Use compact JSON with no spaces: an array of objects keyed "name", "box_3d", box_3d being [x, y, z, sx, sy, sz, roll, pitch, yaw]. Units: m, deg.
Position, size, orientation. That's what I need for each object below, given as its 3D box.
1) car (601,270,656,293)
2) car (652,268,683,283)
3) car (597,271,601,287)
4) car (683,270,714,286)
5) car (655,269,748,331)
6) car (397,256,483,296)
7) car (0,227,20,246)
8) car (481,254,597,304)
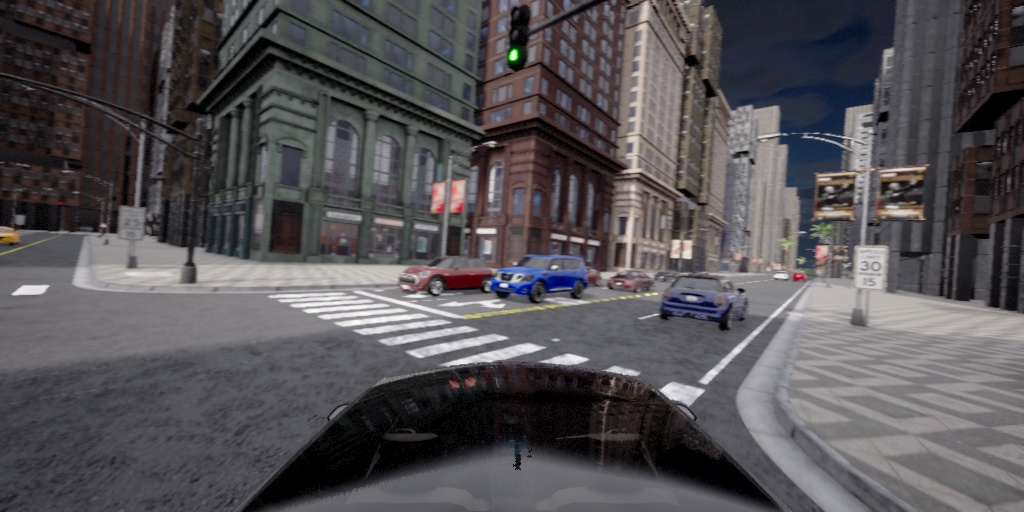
[{"name":"car","box_3d":[8.129,1.678,24.464,1.994,1.385,4.181,4,0,40]},{"name":"car","box_3d":[17.584,2.208,40.494,1.994,1.385,4.181,4,0,41]},{"name":"car","box_3d":[4.765,1.407,25.511,1.812,1.442,4.674,4,0,40]},{"name":"car","box_3d":[20.067,2.349,38.398,1.812,1.442,4.674,4,0,41]},{"name":"car","box_3d":[7.155,1.474,13.135,2.097,1.767,4.553,4,1,40]},{"name":"car","box_3d":[-2.909,0.781,16.516,2.097,1.767,4.553,4,1,41]},{"name":"car","box_3d":[-43.296,-1.746,30.244,5.008,1.535,1.882,4,0,41]},{"name":"car","box_3d":[1.469,0.941,16.613,2.150,2.045,5.566,4,1,40]}]
